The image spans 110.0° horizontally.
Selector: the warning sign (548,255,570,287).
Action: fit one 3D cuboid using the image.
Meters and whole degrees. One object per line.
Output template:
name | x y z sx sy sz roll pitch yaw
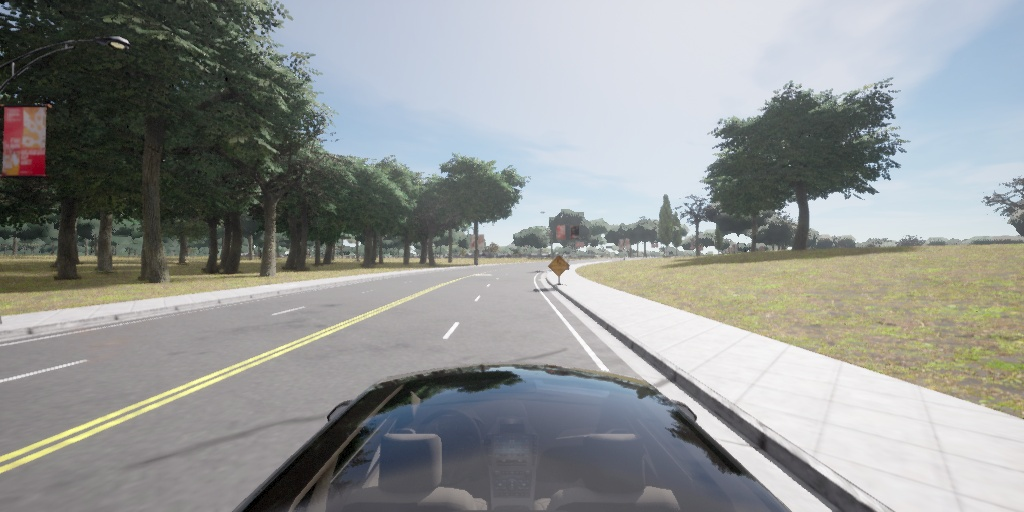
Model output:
warning sign | 2.850 0.876 21.579 1.300 1.860 1.060 0 0 0
